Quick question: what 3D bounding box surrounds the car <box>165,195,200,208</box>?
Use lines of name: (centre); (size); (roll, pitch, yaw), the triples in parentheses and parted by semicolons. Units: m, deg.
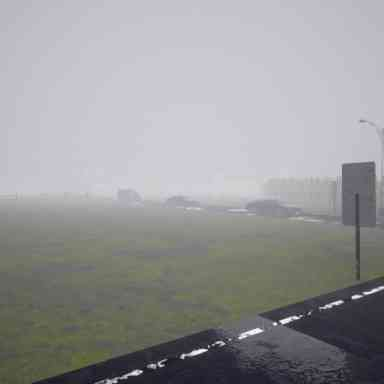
car: (-1.247, 1.084, 40.714); (2.033, 1.411, 5.357); (-1, 1, -35)

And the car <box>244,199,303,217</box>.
car: (7.003, 1.297, 29.167); (2.033, 1.411, 5.357); (-1, 1, -36)

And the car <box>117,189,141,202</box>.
car: (-10.180, 0.523, 53.328); (2.150, 2.045, 5.566); (-1, 1, -35)
